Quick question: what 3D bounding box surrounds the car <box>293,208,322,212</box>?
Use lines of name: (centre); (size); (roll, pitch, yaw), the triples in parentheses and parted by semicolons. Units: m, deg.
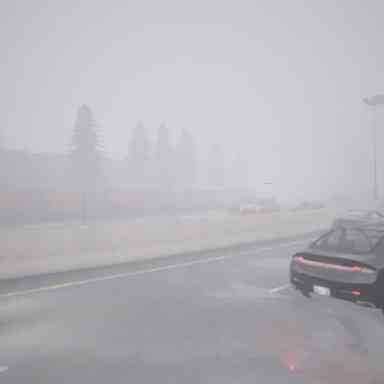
car: (10.041, 1.509, 28.435); (2.033, 1.411, 5.357); (0, 0, 39)

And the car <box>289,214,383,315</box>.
car: (4.102, 1.474, 7.271); (4.902, 1.511, 2.128); (0, 0, -40)

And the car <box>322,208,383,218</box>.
car: (8.146, 1.489, 15.715); (4.674, 1.442, 1.812); (0, 0, -45)

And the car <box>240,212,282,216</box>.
car: (6.065, 1.339, 29.217); (2.097, 1.767, 4.553); (0, 0, 40)
